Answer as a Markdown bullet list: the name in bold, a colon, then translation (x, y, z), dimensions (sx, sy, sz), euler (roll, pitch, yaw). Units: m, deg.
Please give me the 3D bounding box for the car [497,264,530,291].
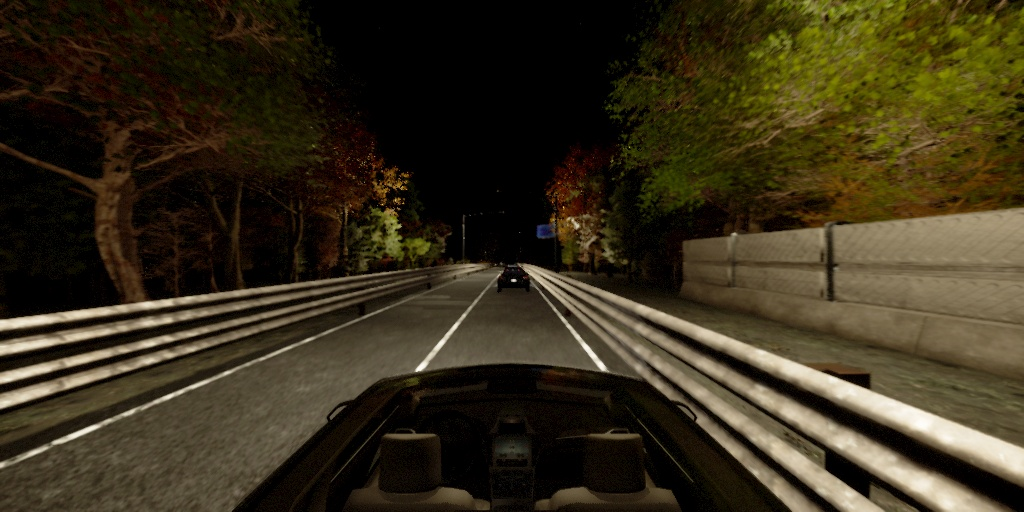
- **car**: translation (0.105, 1.403, 22.562), dimensions (1.994, 1.385, 4.181), euler (0, 0, 0)
